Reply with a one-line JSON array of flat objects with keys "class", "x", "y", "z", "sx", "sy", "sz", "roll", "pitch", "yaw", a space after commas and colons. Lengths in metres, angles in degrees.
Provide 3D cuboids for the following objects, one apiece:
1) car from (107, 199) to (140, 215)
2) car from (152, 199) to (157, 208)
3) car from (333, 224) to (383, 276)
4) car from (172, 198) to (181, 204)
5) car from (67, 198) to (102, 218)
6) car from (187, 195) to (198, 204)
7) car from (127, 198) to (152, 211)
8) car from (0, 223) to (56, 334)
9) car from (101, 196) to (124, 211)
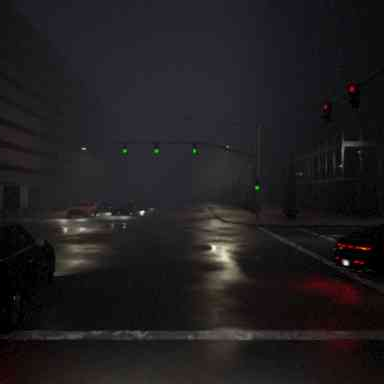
[{"class": "car", "x": -7.415, "y": 1.775, "z": 36.572, "sx": 2.033, "sy": 1.411, "sz": 5.357, "roll": 0, "pitch": 0, "yaw": 0}, {"class": "car", "x": -7.112, "y": 1.901, "z": 56.993, "sx": 2.033, "sy": 1.411, "sz": 5.357, "roll": 0, "pitch": 0, "yaw": 1}, {"class": "car", "x": 6.416, "y": 1.619, "z": 9.310, "sx": 4.892, "sy": 1.490, "sz": 1.837, "roll": 0, "pitch": -3, "yaw": -13}, {"class": "car", "x": -3.403, "y": 2.007, "z": 73.305, "sx": 1.994, "sy": 1.385, "sz": 4.181, "roll": 0, "pitch": 0, "yaw": 1}, {"class": "car", "x": -10.907, "y": 1.685, "z": 33.395, "sx": 1.882, "sy": 1.535, "sz": 5.008, "roll": 0, "pitch": 0, "yaw": 0}, {"class": "car", "x": 0.100, "y": 1.682, "z": 73.528, "sx": 2.150, "sy": 2.045, "sz": 5.566, "roll": 0, "pitch": 0, "yaw": 1}, {"class": "car", "x": -7.315, "y": 1.767, "z": 46.551, "sx": 1.882, "sy": 1.535, "sz": 5.008, "roll": 0, "pitch": 0, "yaw": 1}, {"class": "car", "x": -4.241, "y": 1.412, "z": 6.821, "sx": 2.097, "sy": 1.767, "sz": 4.553, "roll": 0, "pitch": -1, "yaw": -12}, {"class": "car", "x": -10.863, "y": 1.490, "z": 43.216, "sx": 2.150, "sy": 2.045, "sz": 5.566, "roll": 0, "pitch": 0, "yaw": 1}]
